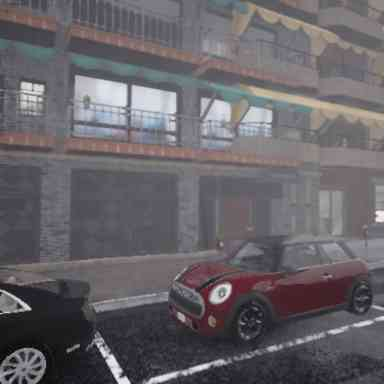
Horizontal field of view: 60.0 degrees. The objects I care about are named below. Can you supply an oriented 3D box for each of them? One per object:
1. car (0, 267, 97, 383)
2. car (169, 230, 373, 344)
[{"bbox_3d":[-3.417,1.675,3.963,4.403,1.369,2.008,1,-1,-28],"label":"car"},{"bbox_3d":[1.584,1.610,6.596,4.097,1.590,1.967,1,-1,-28],"label":"car"}]
